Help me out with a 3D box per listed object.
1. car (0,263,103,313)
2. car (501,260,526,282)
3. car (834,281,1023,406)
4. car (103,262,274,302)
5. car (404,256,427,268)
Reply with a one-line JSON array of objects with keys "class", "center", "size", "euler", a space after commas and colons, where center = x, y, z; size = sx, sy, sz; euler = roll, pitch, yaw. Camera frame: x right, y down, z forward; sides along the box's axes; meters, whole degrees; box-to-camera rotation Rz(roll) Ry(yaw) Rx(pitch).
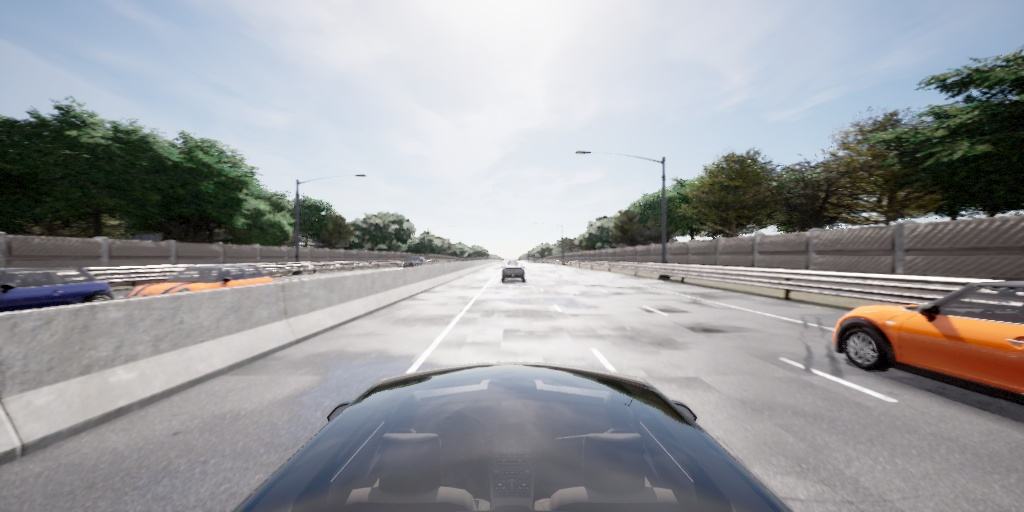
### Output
[{"class": "car", "center": [-14.090, 1.109, 9.778], "size": [2.097, 1.767, 4.553], "euler": [0, 0, 0]}, {"class": "car", "center": [0.106, 1.273, 29.783], "size": [2.128, 1.511, 4.902], "euler": [0, 0, 0]}, {"class": "car", "center": [7.101, 1.104, 4.831], "size": [2.097, 1.767, 4.553], "euler": [0, 0, 0]}, {"class": "car", "center": [-10.588, 1.111, 12.544], "size": [2.097, 1.767, 4.553], "euler": [0, 0, 0]}, {"class": "car", "center": [-13.990, 1.086, 52.204], "size": [2.150, 2.045, 5.566], "euler": [0, 0, 0]}]
